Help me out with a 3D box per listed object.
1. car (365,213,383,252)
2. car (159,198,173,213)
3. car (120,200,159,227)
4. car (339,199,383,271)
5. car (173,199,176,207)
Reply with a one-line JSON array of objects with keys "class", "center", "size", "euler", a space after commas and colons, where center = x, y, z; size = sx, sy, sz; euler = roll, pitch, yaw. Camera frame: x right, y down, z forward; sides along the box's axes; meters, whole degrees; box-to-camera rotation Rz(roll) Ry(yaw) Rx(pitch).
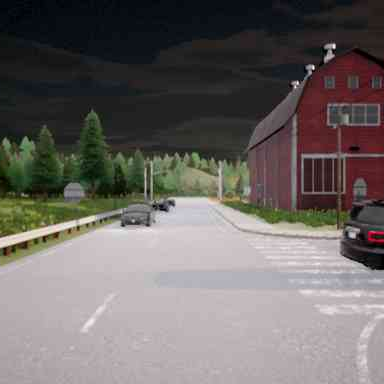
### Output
[{"class": "car", "center": [9.381, 1.563, 12.983], "size": [4.181, 1.385, 1.994], "euler": [0, 0, 2]}, {"class": "car", "center": [-3.567, 1.597, 37.363], "size": [1.895, 1.301, 4.718], "euler": [0, 0, 0]}, {"class": "car", "center": [-3.577, 1.499, 22.640], "size": [1.837, 1.490, 4.892], "euler": [0, 1, 0]}, {"class": "car", "center": [6.849, 1.220, 8.794], "size": [5.566, 2.045, 2.150], "euler": [0, 0, -3]}, {"class": "car", "center": [-3.536, 1.595, 50.592], "size": [1.895, 1.301, 4.718], "euler": [0, 0, 0]}]
